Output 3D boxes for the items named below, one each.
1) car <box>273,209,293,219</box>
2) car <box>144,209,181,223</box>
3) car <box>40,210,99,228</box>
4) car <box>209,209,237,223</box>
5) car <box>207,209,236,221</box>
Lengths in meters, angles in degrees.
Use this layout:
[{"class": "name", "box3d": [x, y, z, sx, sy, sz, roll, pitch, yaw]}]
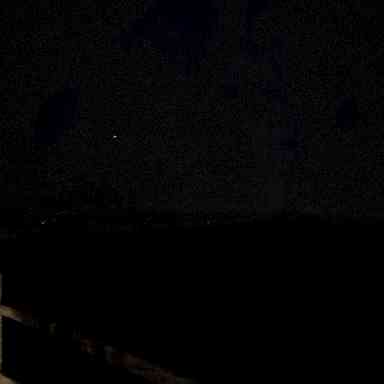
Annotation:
[{"class": "car", "box3d": [16.233, 3.779, 59.066, 2.097, 1.767, 4.553, 0, -3, 38]}, {"class": "car", "box3d": [-3.191, 2.681, 36.945, 2.128, 1.511, 4.902, 0, -2, 36]}, {"class": "car", "box3d": [-9.975, 2.214, 27.460, 2.128, 1.511, 4.902, 0, -2, 36]}, {"class": "car", "box3d": [4.018, 3.023, 41.963, 2.128, 1.511, 4.902, 0, -2, 36]}, {"class": "car", "box3d": [4.224, 3.226, 47.266, 1.837, 1.490, 4.892, 0, -2, 36]}]
